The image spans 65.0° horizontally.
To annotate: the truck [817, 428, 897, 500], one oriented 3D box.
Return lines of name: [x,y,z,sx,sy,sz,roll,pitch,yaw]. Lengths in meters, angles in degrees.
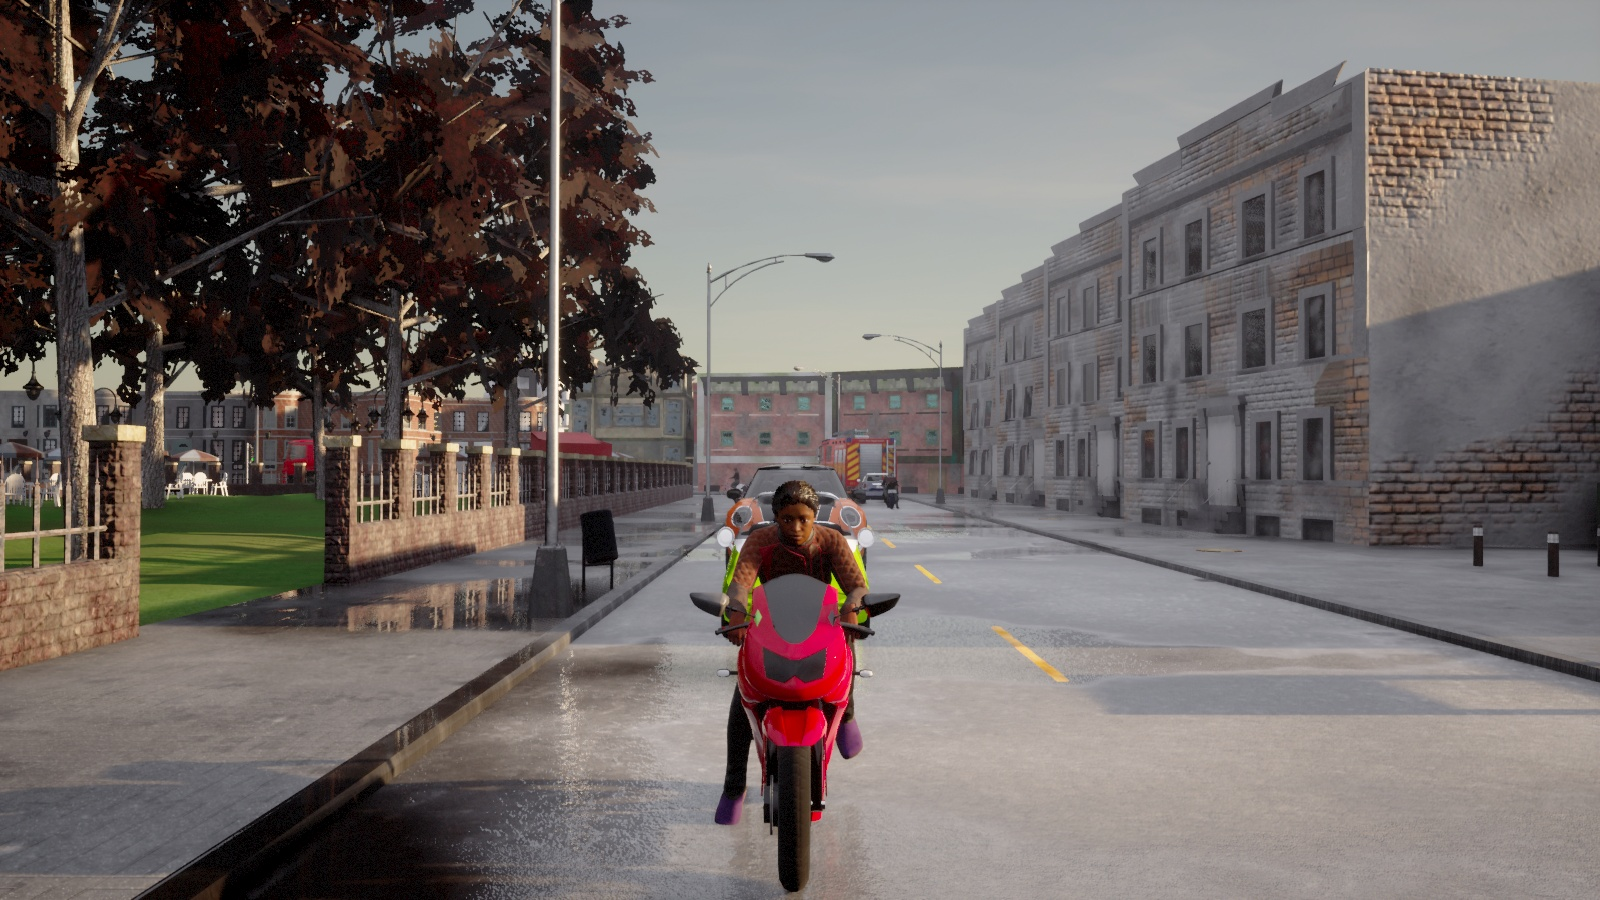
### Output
truck: [3.109,0.832,71.245,2.891,3.827,8.468,0,-1,-9]

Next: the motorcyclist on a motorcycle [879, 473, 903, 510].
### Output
motorcyclist on a motorcycle: [3.823,1.722,52.982,0.866,1.530,2.191,0,-1,0]

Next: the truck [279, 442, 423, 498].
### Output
truck: [-27.999,1.262,78.480,7.936,3.462,2.891,0,-1,0]

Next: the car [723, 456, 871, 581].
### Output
car: [-0.053,1.010,20.121,2.097,1.767,4.553,0,-1,0]

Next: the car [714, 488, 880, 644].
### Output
car: [-0.032,1.077,12.395,1.481,1.376,2.207,0,-1,0]

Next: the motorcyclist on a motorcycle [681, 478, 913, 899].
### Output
motorcyclist on a motorcycle: [-0.014,0.887,5.366,0.797,1.523,2.044,0,-1,0]

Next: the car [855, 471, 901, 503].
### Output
car: [3.787,1.794,61.448,1.970,1.475,3.806,0,-1,0]
